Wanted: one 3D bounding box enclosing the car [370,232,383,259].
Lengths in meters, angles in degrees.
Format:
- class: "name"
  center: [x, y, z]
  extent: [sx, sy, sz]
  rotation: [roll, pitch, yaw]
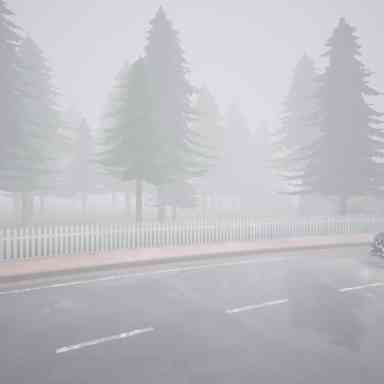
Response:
- class: "car"
  center: [8.149, 1.504, 10.840]
  extent: [4.892, 1.490, 1.837]
  rotation: [0, 0, -19]
